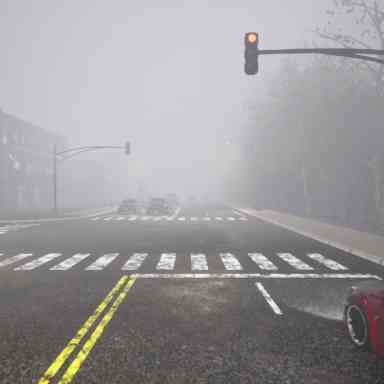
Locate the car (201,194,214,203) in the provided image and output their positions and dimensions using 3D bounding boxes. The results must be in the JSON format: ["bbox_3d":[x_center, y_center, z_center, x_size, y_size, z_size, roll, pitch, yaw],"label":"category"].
[{"bbox_3d":[3.236,1.575,65.894,1.895,1.301,4.718,0,0,0],"label":"car"}]

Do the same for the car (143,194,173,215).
[{"bbox_3d":[-3.403,1.341,34.133,2.097,1.767,4.553,0,0,0],"label":"car"}]

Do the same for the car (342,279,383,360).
[{"bbox_3d":[3.347,1.563,3.531,1.994,1.385,4.181,0,0,0],"label":"car"}]

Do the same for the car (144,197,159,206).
[{"bbox_3d":[-6.668,1.505,55.231,1.812,1.442,4.674,0,0,0],"label":"car"}]

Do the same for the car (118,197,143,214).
[{"bbox_3d":[-6.653,1.493,35.675,1.837,1.490,4.892,0,0,0],"label":"car"}]

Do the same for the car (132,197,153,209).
[{"bbox_3d":[-6.663,1.475,45.098,2.128,1.511,4.902,0,0,0],"label":"car"}]

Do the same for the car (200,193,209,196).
[{"bbox_3d":[3.123,1.193,76.296,2.150,2.045,5.566,0,0,0],"label":"car"}]

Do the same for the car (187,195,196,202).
[{"bbox_3d":[-0.129,1.492,76.315,1.812,1.442,4.674,0,0,0],"label":"car"}]

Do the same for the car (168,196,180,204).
[{"bbox_3d":[-3.406,1.522,64.569,2.033,1.411,5.357,0,0,0],"label":"car"}]

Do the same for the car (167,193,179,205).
[{"bbox_3d":[-3.425,1.201,53.965,2.150,2.045,5.566,0,0,1],"label":"car"}]

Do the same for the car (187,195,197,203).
[{"bbox_3d":[-0.014,1.326,66.420,2.097,1.767,4.553,0,0,0],"label":"car"}]

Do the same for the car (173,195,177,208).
[{"bbox_3d":[-3.411,1.532,43.607,2.033,1.411,5.357,0,0,1],"label":"car"}]
